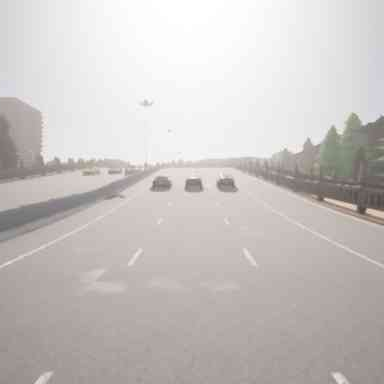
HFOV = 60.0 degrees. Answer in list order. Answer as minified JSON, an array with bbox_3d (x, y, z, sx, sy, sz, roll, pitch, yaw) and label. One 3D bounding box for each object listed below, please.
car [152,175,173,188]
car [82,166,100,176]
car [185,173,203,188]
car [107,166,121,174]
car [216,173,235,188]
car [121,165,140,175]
[{"bbox_3d":[-3.281,-1.270,37.171,1.994,1.385,4.181,0,7,1],"label":"car"},{"bbox_3d":[-17.239,-3.700,56.928,1.882,1.535,5.008,0,7,1],"label":"car"},{"bbox_3d":[0.219,-1.355,37.252,2.128,1.511,4.902,0,7,1],"label":"car"},{"bbox_3d":[-13.702,-3.989,59.927,2.033,1.411,5.357,0,7,1],"label":"car"},{"bbox_3d":[3.718,-1.354,37.225,2.128,1.511,4.902,0,7,1],"label":"car"},{"bbox_3d":[-10.246,-3.844,57.030,2.097,1.767,4.553,0,7,1],"label":"car"}]
